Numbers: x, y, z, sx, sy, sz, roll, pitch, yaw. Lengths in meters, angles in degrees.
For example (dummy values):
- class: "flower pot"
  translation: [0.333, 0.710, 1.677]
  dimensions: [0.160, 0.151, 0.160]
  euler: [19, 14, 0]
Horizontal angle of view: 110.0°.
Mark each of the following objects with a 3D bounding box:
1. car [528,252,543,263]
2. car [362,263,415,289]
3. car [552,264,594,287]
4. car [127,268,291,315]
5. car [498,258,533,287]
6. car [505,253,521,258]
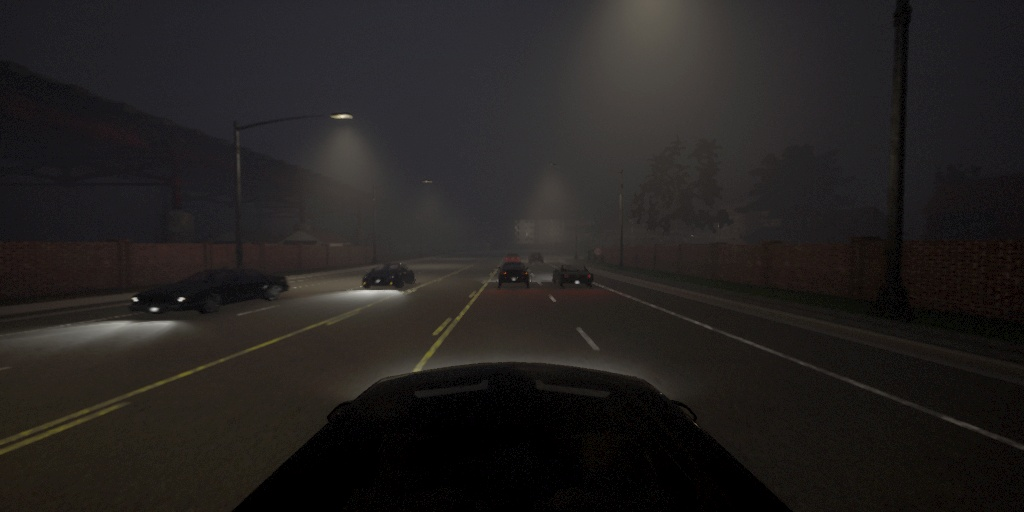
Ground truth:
- class: "car"
  translation: [3.602, 0.133, 54.824]
  dimensions: [2.097, 1.767, 4.553]
  euler: [0, 2, 0]
- class: "car"
  translation: [-7.083, 1.110, 20.917]
  dimensions: [1.994, 1.385, 4.181]
  euler: [0, 1, 0]
- class: "car"
  translation: [3.601, 1.135, 21.964]
  dimensions: [1.895, 1.301, 4.718]
  euler: [0, 1, 0]
- class: "car"
  translation: [-10.592, 1.175, 13.267]
  dimensions: [2.033, 1.411, 5.357]
  euler: [0, 1, 0]
- class: "car"
  translation: [0.100, 1.062, 21.825]
  dimensions: [1.812, 1.442, 4.674]
  euler: [0, 0, 0]
- class: "car"
  translation: [0.101, 0.346, 48.178]
  dimensions: [2.097, 1.767, 4.553]
  euler: [0, 2, 0]
